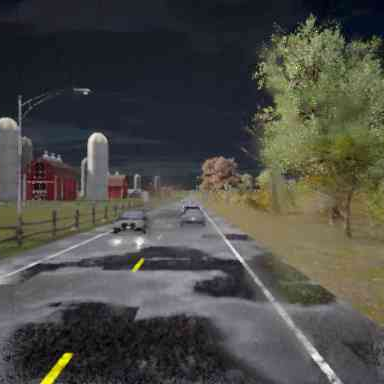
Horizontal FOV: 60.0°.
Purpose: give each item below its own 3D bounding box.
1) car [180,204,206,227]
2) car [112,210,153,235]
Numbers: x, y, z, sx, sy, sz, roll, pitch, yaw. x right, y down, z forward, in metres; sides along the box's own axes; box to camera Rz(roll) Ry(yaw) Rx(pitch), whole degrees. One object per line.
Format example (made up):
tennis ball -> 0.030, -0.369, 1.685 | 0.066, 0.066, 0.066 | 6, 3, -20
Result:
car -> 0.082, 1.911, 26.080 | 1.994, 1.385, 4.181 | 0, -1, 0
car -> -3.607, 1.842, 20.847 | 1.994, 1.385, 4.181 | 0, -1, 0
